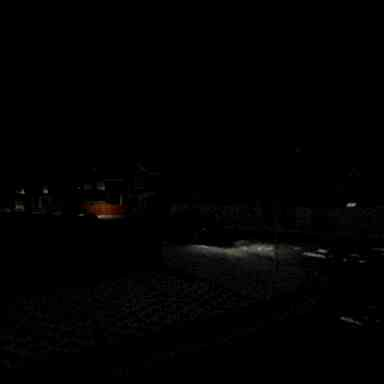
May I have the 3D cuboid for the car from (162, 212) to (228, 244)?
[{"bbox_3d":[-0.231,1.887,18.478,1.882,1.535,5.008,0,-1,-41],"label":"car"}]

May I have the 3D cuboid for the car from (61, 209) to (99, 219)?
[{"bbox_3d":[-9.838,2.240,28.899,4.892,1.490,1.837,-3,-2,44],"label":"car"}]

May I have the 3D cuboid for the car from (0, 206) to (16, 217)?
[{"bbox_3d":[-28.783,2.915,50.453,5.357,1.411,2.033,-2,-1,45],"label":"car"}]

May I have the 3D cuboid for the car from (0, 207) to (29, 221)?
[{"bbox_3d":[-20.531,2.614,38.928,5.357,1.411,2.033,-2,-1,42],"label":"car"}]
